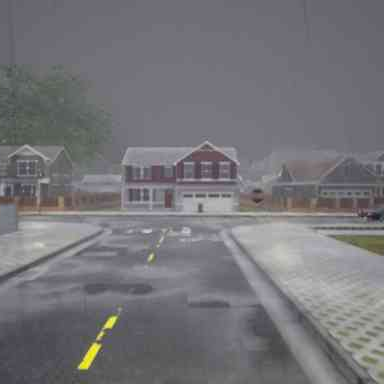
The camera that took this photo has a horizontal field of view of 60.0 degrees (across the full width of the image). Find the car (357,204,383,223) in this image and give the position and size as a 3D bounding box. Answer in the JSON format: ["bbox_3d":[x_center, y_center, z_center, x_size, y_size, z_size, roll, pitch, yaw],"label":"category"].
[{"bbox_3d":[14.195,1.508,23.063,4.718,1.301,1.895,0,0,-1],"label":"car"}]
